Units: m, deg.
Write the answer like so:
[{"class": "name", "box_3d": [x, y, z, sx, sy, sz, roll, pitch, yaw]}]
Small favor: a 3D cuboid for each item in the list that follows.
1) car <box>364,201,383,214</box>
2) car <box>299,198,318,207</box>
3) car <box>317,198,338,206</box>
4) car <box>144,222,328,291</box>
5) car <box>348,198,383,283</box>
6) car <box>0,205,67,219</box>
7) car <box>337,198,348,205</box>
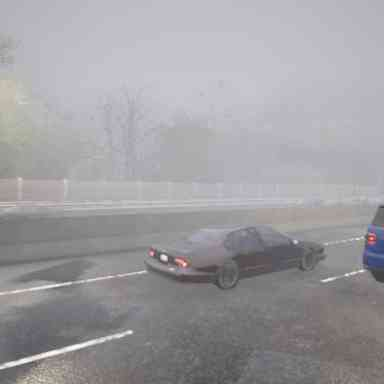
[{"class": "car", "box_3d": [20.820, 1.633, 36.032, 4.718, 1.301, 1.895, 0, 0, -35]}, {"class": "car", "box_3d": [16.944, 1.543, 46.150, 4.892, 1.490, 1.837, 1, 0, -35]}, {"class": "car", "box_3d": [18.744, 1.561, 43.139, 4.674, 1.442, 1.812, 0, 0, -35]}, {"class": "car", "box_3d": [1.406, 1.549, 9.053, 5.357, 1.411, 2.033, 0, 0, -36]}, {"class": "car", "box_3d": [6.559, 1.225, 8.426, 5.566, 2.045, 2.150, 0, 0, -36]}, {"class": "car", "box_3d": [-11.038, 1.548, 21.916, 5.357, 1.411, 2.033, 0, 0, -36]}, {"class": "car", "box_3d": [19.800, 1.539, 39.596, 4.892, 1.490, 1.837, 0, 0, -35]}]
